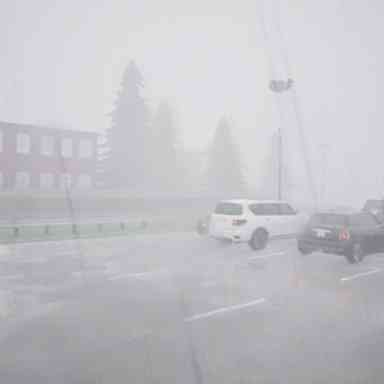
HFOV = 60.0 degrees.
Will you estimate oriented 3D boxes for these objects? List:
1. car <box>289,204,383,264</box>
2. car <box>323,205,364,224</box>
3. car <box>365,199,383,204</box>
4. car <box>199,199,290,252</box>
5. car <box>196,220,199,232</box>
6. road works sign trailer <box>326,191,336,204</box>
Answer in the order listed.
[{"bbox_3d":[6.104,1.500,12.721,4.553,1.767,2.097,1,-1,-38],"label":"car"},{"bbox_3d":[13.089,1.894,28.638,1.994,1.385,4.181,0,0,43],"label":"car"},{"bbox_3d":[14.600,1.542,25.103,2.150,2.045,5.566,0,0,43],"label":"car"},{"bbox_3d":[3.276,1.359,14.931,5.566,2.045,2.150,1,0,-38],"label":"car"},{"bbox_3d":[2.252,1.716,18.580,4.181,1.385,1.994,1,0,-38],"label":"car"},{"bbox_3d":[36.311,1.441,88.198,2.380,3.560,2.880,1,0,-35],"label":"road works sign trailer"}]
